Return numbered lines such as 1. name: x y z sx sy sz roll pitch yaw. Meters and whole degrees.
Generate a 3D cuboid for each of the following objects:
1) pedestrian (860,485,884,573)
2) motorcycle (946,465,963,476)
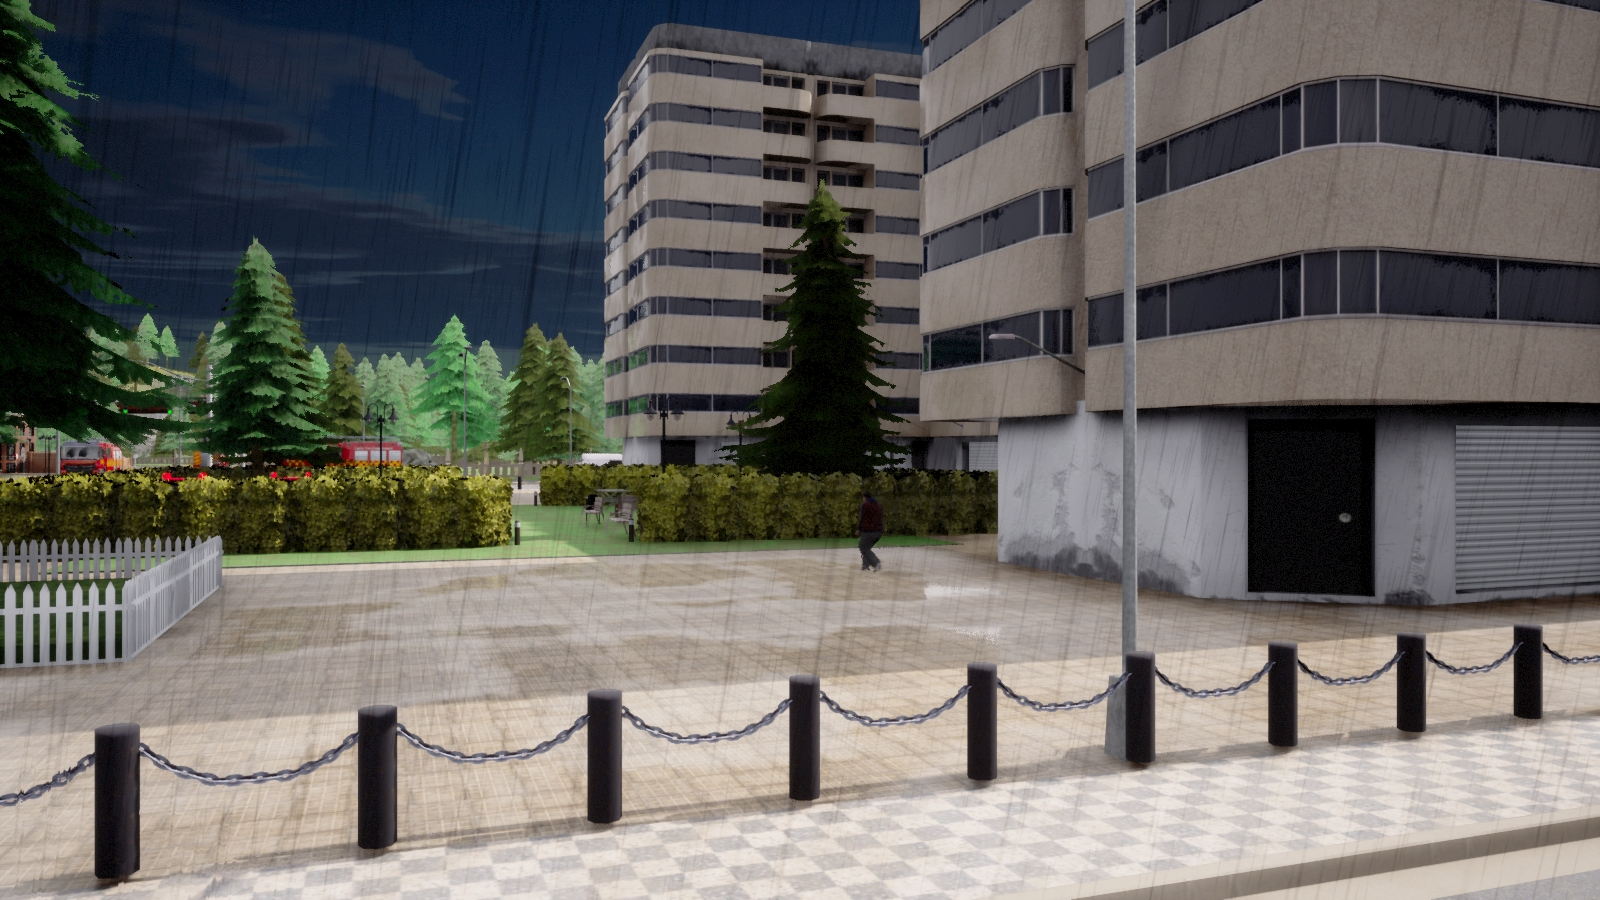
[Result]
1. pedestrian: 1.538 1.675 24.389 0.375 1.860 0.375 0 0 -43
2. motorcycle: 16.084 2.131 119.009 0.803 1.199 2.033 0 0 -20
